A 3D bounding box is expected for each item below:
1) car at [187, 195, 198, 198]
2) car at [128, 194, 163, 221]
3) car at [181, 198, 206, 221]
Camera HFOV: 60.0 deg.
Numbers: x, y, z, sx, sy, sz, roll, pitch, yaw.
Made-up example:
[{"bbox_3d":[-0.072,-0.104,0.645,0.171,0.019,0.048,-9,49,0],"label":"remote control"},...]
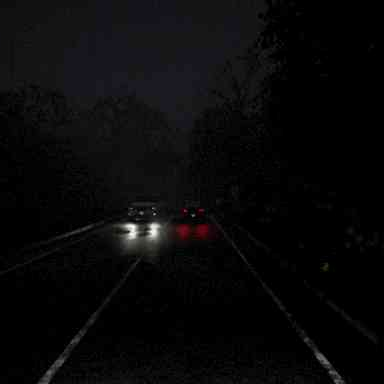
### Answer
[{"bbox_3d":[0.078,1.182,42.089,2.097,1.767,4.553,0,0,0],"label":"car"},{"bbox_3d":[-3.607,1.154,26.612,2.150,2.045,5.566,0,0,0],"label":"car"},{"bbox_3d":[0.087,1.462,25.969,1.812,1.442,4.674,0,0,0],"label":"car"}]
